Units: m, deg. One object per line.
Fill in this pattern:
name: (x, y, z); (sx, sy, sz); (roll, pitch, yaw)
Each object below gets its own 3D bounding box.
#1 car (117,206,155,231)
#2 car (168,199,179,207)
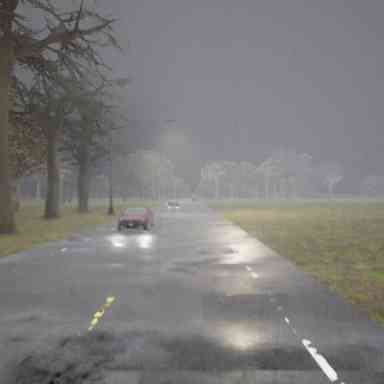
car: (-3.608, 1.672, 22.135); (1.882, 1.535, 5.008); (0, 0, 0)
car: (-3.542, 2.072, 63.870); (1.812, 1.442, 4.674); (0, 0, 0)
